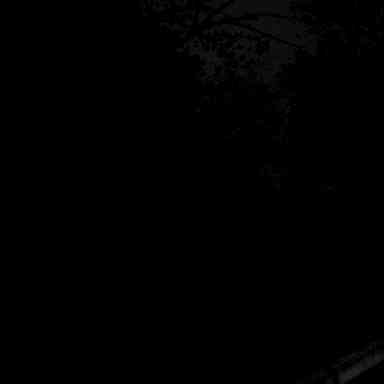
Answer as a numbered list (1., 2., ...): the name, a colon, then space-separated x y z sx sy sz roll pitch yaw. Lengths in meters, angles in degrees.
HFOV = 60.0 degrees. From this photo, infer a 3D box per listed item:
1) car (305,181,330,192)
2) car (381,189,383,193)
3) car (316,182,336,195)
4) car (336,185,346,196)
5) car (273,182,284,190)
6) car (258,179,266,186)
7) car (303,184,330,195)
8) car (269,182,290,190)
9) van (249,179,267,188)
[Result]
1. car: 24.917 -1.021 66.037 2.435 2.045 5.566 6 4 44
2. car: 25.600 0.213 46.997 2.163 1.488 4.792 6 4 44
3. car: 21.696 -0.471 50.896 2.435 2.045 5.566 6 4 44
4. car: 23.646 -0.018 48.956 2.097 1.535 5.008 6 4 44
5. car: 15.592 -0.830 56.561 1.946 1.575 5.366 6 4 44
6. car: 11.546 -1.240 60.516 1.946 1.575 5.366 6 4 44
7. car: 19.811 -0.424 52.955 1.946 1.575 5.366 6 4 44
8. car: 18.886 -1.346 71.930 2.163 1.488 4.792 6 4 44
9. van: 14.956 -1.964 75.581 1.878 1.987 4.442 5 3 44
